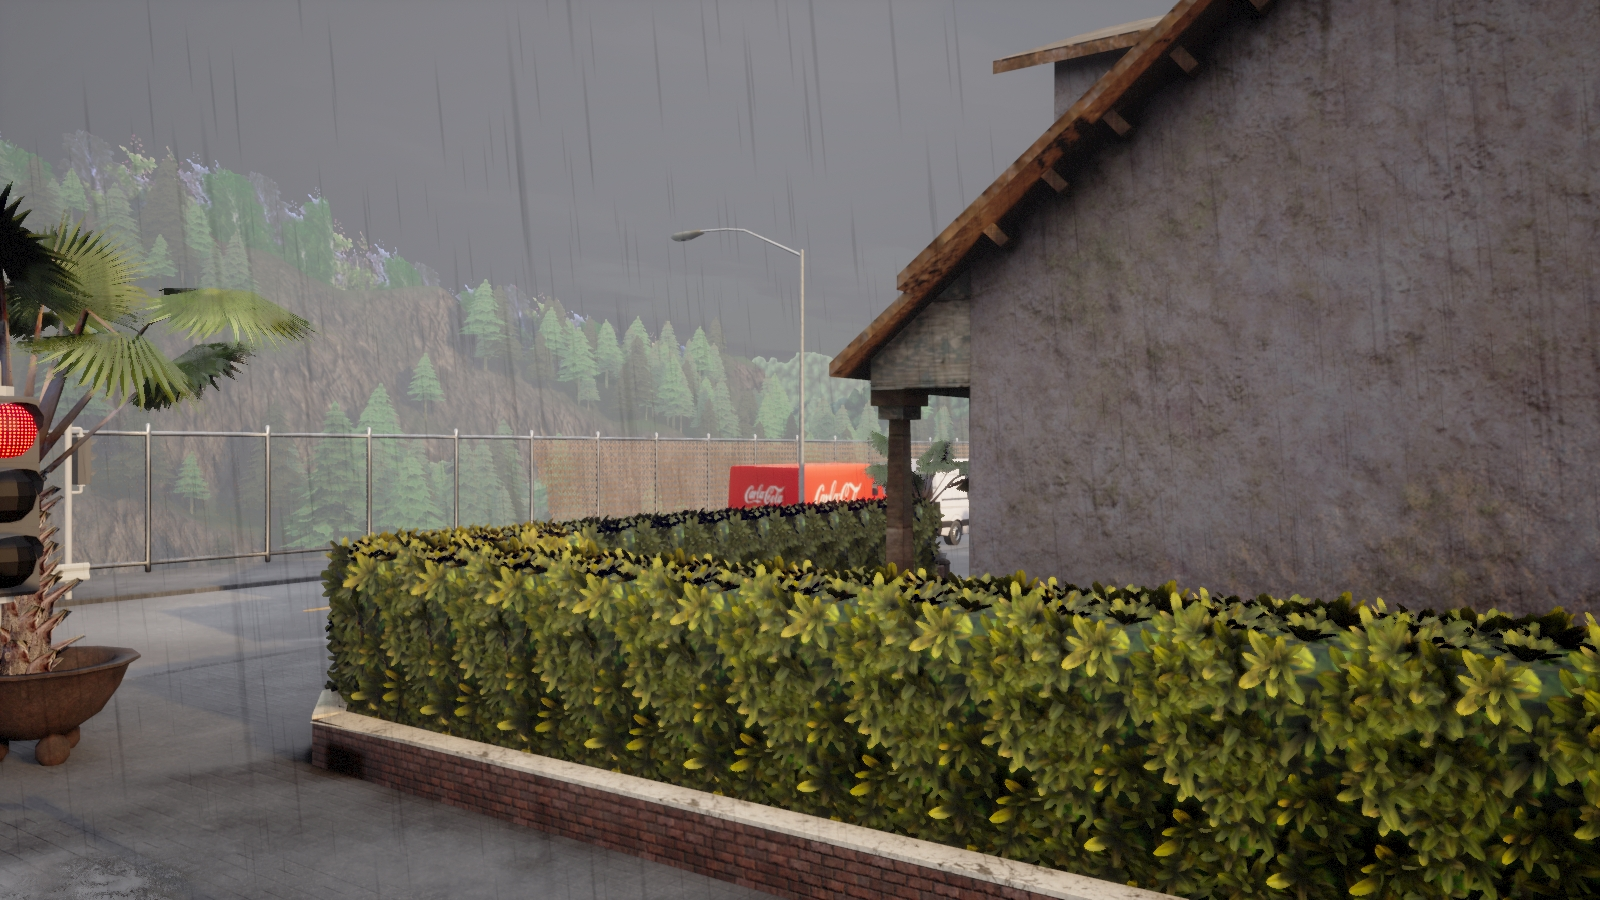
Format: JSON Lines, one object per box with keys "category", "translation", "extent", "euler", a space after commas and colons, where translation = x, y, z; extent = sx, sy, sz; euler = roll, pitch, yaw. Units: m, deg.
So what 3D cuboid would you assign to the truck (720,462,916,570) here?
{"category": "truck", "translation": [0.584, 1.568, 29.600], "extent": [2.627, 2.467, 5.204], "euler": [0, 0, 35]}
